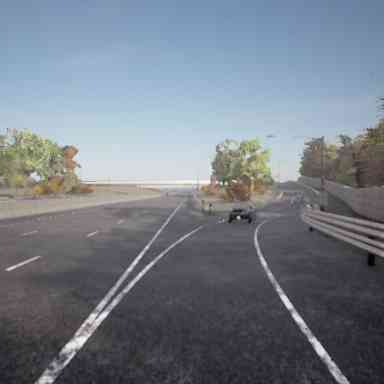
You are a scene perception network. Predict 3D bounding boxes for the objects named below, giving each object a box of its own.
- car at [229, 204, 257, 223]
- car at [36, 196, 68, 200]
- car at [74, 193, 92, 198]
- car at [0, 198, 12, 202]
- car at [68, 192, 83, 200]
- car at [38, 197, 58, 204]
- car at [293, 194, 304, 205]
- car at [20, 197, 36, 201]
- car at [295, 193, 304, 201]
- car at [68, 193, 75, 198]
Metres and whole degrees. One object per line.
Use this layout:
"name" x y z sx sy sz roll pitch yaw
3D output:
"car" 4.363 1.801 28.237 1.837 1.490 4.892 0 -1 17
"car" -21.297 1.342 50.782 2.097 1.767 4.553 0 0 0
"car" -21.326 1.363 66.911 2.097 1.767 4.553 0 0 0
"car" -28.291 1.580 49.454 1.895 1.301 4.718 0 0 0
"car" -28.394 0.988 81.421 2.097 1.767 4.553 0 0 0
"car" -28.320 1.592 65.689 1.895 1.301 4.718 0 0 0
"car" 22.495 1.891 70.643 2.128 1.511 4.902 0 3 20
"car" -24.795 1.489 50.663 1.837 1.490 4.892 0 0 0
"car" 25.933 1.275 80.102 1.837 1.490 4.892 0 4 18
"car" -24.825 1.528 66.776 2.128 1.511 4.902 0 0 0
